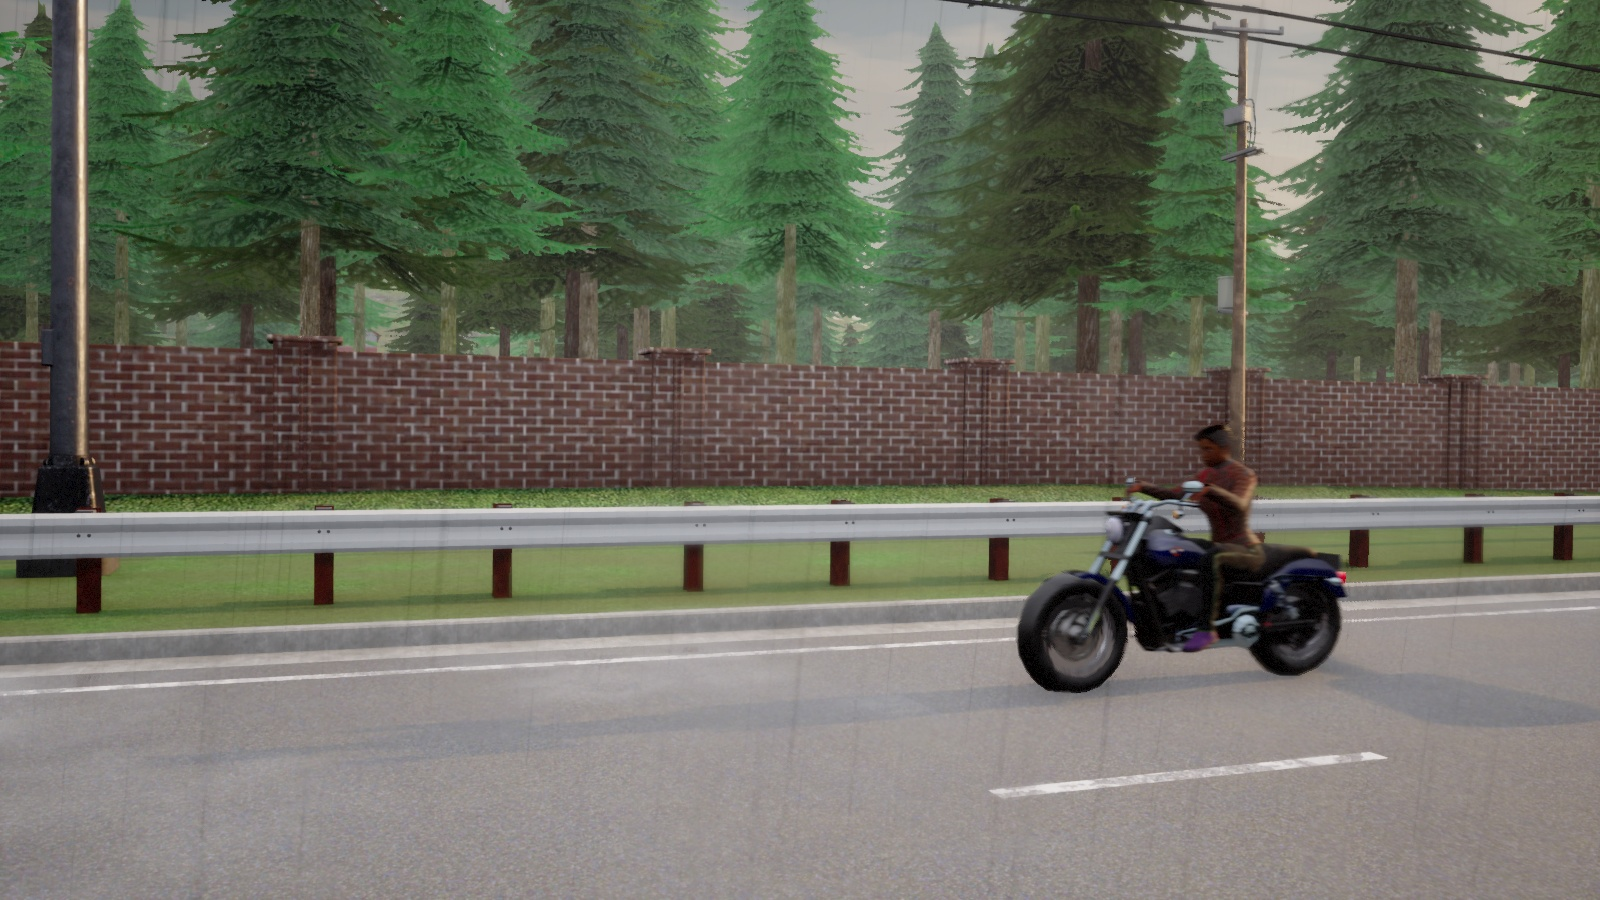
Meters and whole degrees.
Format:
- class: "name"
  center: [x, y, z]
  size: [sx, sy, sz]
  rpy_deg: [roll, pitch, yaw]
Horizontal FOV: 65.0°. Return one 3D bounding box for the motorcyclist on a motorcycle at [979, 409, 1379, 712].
- class: "motorcyclist on a motorcycle"
  center: [2.344, 0.598, 7.736]
  size: [2.350, 1.649, 0.766]
  rpy_deg: [-2, 1, -20]
